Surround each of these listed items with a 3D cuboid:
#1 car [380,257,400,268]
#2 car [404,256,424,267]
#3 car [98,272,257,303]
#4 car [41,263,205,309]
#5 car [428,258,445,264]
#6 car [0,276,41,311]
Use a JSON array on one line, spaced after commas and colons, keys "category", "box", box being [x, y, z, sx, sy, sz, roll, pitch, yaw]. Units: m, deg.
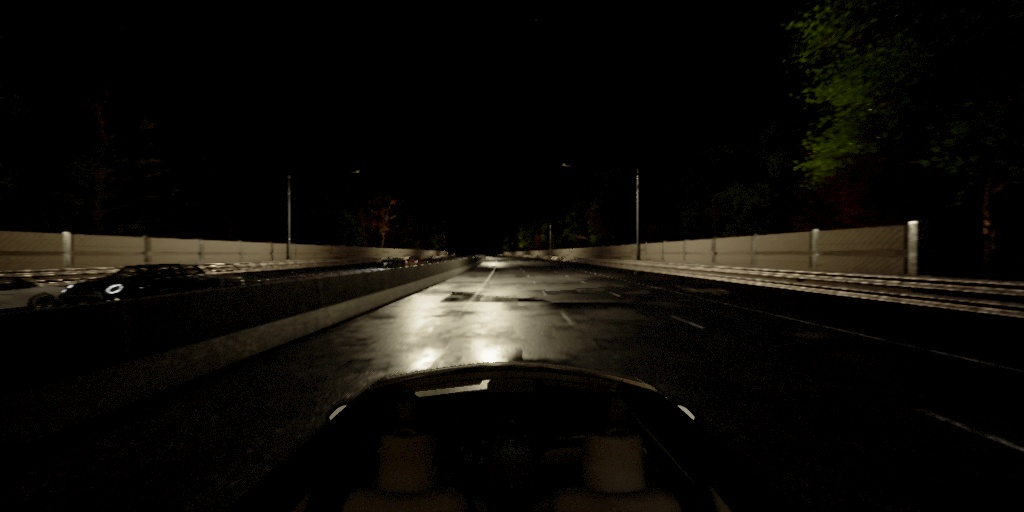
[{"category": "car", "box": [-18.284, 0.960, 54.104, 2.128, 1.511, 4.902, 0, 0, -1]}, {"category": "car", "box": [-14.794, 0.821, 54.344, 2.097, 1.767, 4.553, 0, 0, -1]}, {"category": "car", "box": [-10.625, 1.341, 12.430, 1.895, 1.301, 4.718, 0, 0, 0]}, {"category": "car", "box": [-14.131, 1.091, 13.905, 2.097, 1.767, 4.553, 0, 0, 0]}, {"category": "car", "box": [-11.285, 1.026, 53.994, 1.994, 1.385, 4.181, 0, 0, -1]}, {"category": "car", "box": [-17.621, 1.355, 11.417, 1.895, 1.301, 4.718, 0, 0, 0]}]
